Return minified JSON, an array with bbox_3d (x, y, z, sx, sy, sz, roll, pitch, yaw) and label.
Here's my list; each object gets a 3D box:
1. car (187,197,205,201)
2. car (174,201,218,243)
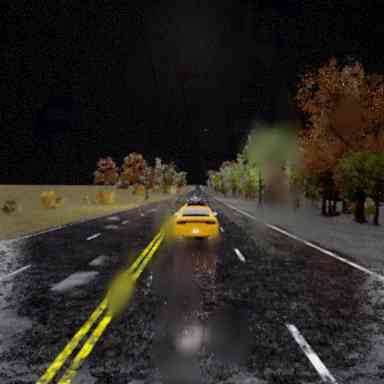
[{"bbox_3d":[0.470,1.321,37.242,2.128,1.511,4.902,0,0,1],"label":"car"},{"bbox_3d":[0.177,1.410,15.787,1.882,1.535,5.008,0,0,0],"label":"car"}]
